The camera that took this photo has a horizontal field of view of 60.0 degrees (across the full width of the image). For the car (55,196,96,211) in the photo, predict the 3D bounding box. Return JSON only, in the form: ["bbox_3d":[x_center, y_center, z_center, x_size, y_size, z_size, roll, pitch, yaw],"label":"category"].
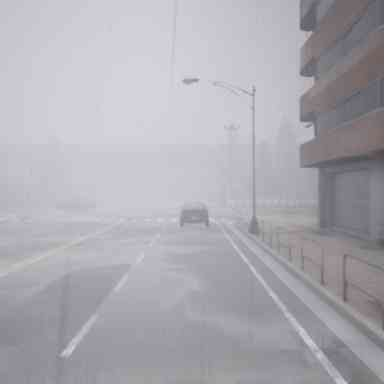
[{"bbox_3d":[-13.703,1.285,39.030,4.553,1.767,2.097,0,0,17],"label":"car"}]

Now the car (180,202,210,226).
[{"bbox_3d":[0.218,1.446,23.176,1.882,1.535,5.008,0,0,2],"label":"car"}]
